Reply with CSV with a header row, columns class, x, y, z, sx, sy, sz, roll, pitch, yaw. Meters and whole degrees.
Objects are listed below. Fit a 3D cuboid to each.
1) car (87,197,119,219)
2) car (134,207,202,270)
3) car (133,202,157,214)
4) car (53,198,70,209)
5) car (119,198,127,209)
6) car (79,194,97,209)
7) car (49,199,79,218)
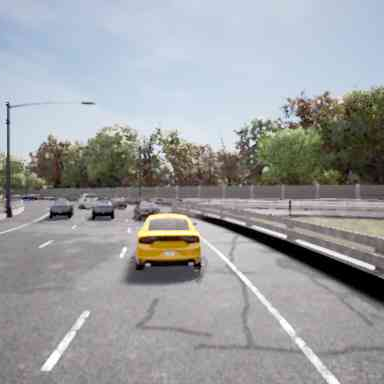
class,x,y,z,sx,sy,sz,roll,pitch,yaw
car,-7.955,1.521,29.660,2.128,1.511,4.902,0,0,-16
car,-0.822,1.481,11.220,1.882,1.535,5.008,0,0,-6
car,-3.889,1.562,28.366,2.033,1.411,5.357,0,0,-15
car,-18.351,1.630,46.701,1.994,1.385,4.181,0,0,-26
car,-10.484,1.586,46.556,2.033,1.411,5.357,0,0,-25
car,-14.851,1.277,47.584,2.150,2.045,5.566,0,0,-26
car,-11.839,1.535,30.399,2.128,1.511,4.902,0,0,-17
